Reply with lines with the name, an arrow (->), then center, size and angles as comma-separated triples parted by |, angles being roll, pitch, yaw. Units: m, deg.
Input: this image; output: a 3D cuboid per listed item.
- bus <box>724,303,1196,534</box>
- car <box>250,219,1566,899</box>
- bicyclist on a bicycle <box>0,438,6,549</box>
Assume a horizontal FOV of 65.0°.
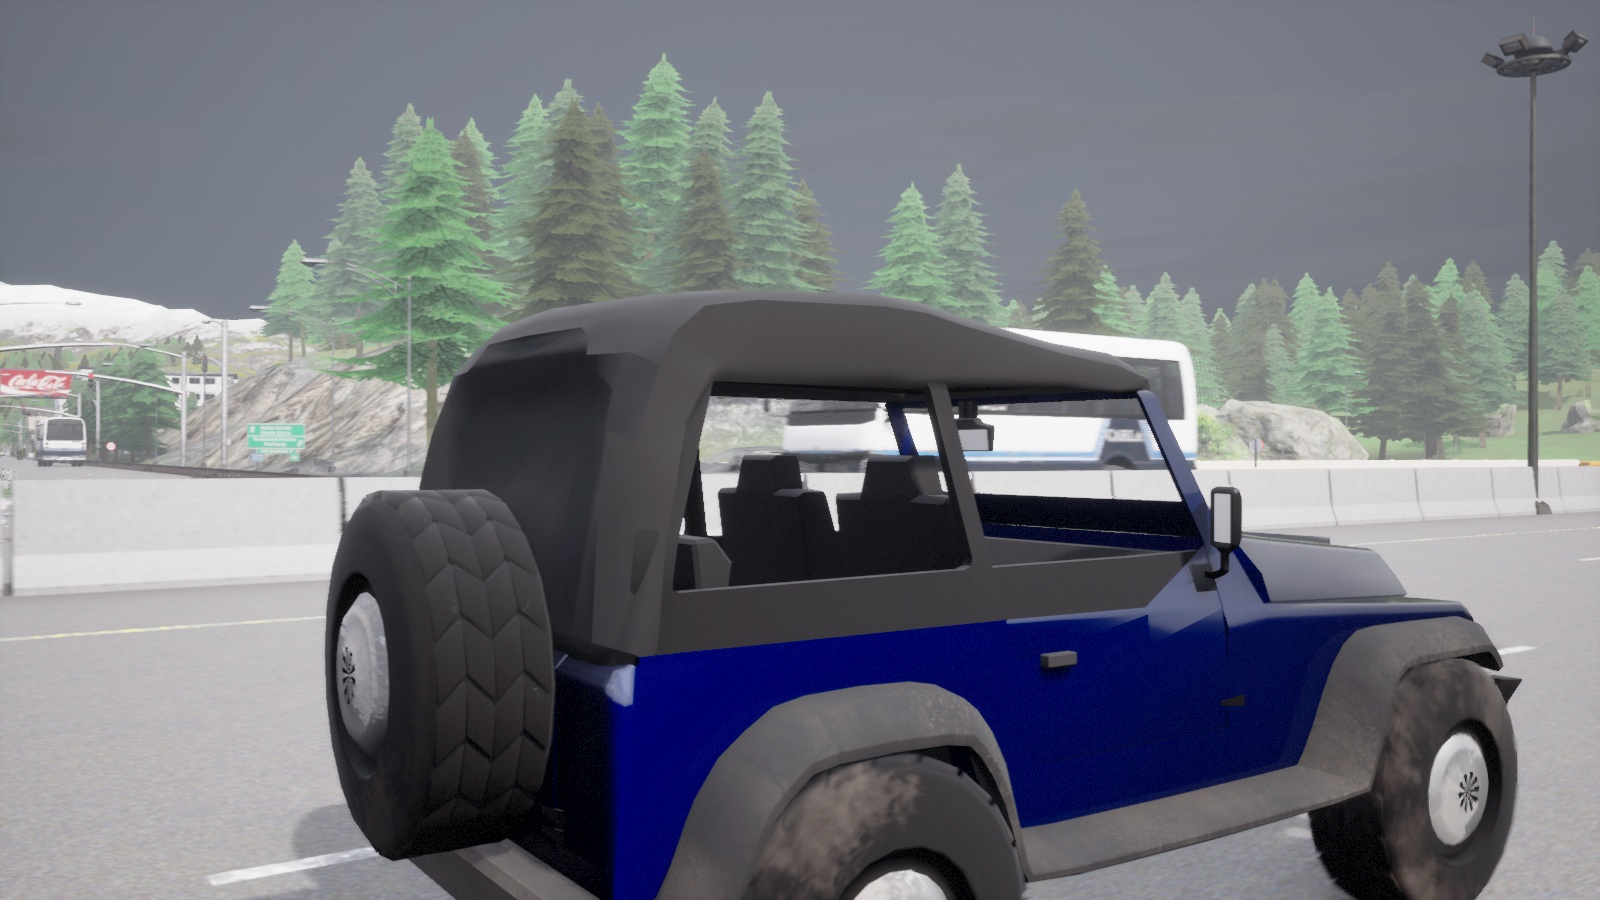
bus -> 3.763, -0.572, 27.605 | 10.273, 4.253, 3.944 | 0, 0, -35
car -> 0.513, 0.549, 4.017 | 3.866, 1.878, 1.905 | 0, 0, -35
bicyclist on a bicycle -> -13.613, 0.693, 19.770 | 1.843, 1.776, 0.659 | 0, 0, -35
